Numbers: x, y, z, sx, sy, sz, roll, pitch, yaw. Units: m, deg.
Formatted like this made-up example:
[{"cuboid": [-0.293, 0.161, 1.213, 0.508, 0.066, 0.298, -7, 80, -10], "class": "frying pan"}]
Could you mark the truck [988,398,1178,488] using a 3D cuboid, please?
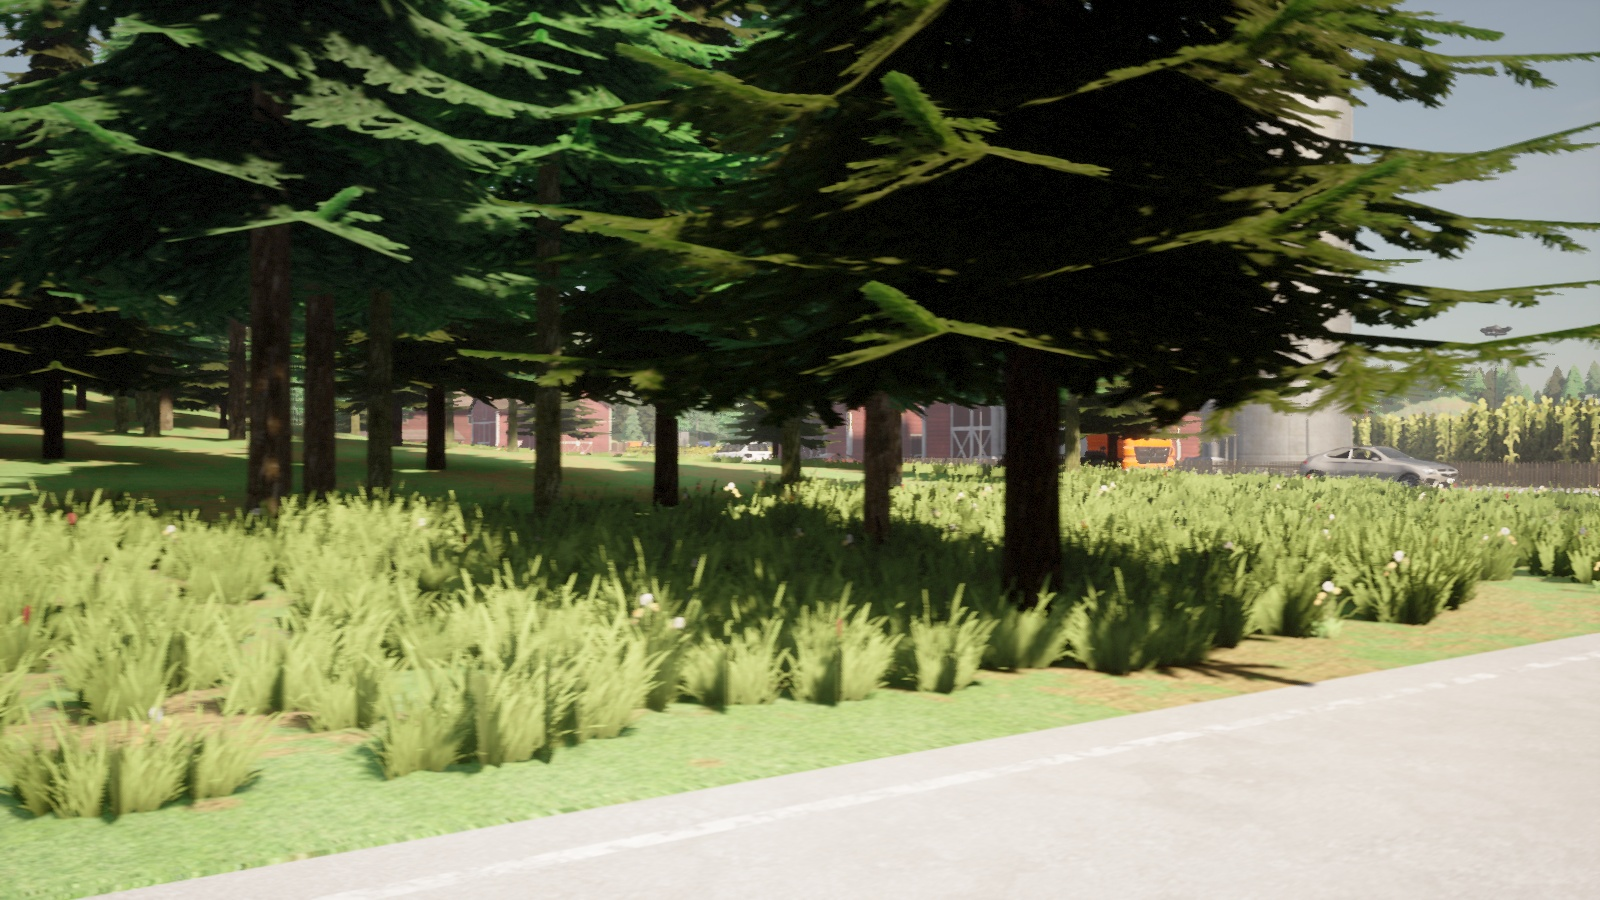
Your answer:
[{"cuboid": [11.647, -0.274, 52.506, 2.891, 3.462, 7.936, 0, 0, -34], "class": "truck"}]

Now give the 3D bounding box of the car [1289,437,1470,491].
[{"cuboid": [19.091, 0.445, 41.592, 2.152, 1.651, 5.027, 0, 0, -34], "class": "car"}]

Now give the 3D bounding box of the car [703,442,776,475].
[{"cuboid": [-3.997, 0.532, 81.655, 2.150, 2.045, 5.566, 0, 0, -34], "class": "car"}]
